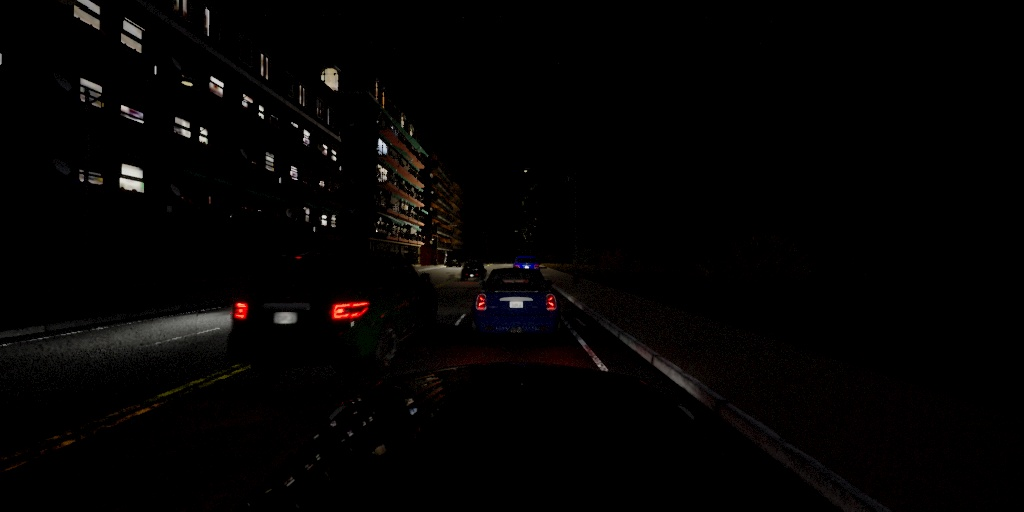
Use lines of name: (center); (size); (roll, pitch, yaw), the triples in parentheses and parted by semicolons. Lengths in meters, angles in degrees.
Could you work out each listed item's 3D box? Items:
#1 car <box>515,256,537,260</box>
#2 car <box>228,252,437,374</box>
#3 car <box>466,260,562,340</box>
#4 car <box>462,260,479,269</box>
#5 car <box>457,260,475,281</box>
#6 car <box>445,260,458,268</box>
car: (1.140, 0.979, 30.076); (2.150, 2.045, 5.566); (0, 0, 0)
car: (-3.151, 0.969, 7.671); (2.150, 2.045, 5.566); (0, 0, 0)
car: (0.099, 1.103, 10.122); (2.097, 1.767, 4.553); (0, 0, 0)
car: (-6.584, 1.300, 57.707); (2.033, 1.411, 5.357); (0, 0, 0)
car: (-3.146, 1.258, 30.309); (1.837, 1.490, 4.892); (0, 0, 0)
car: (-9.823, 1.316, 59.920); (1.994, 1.385, 4.181); (0, 0, 0)
